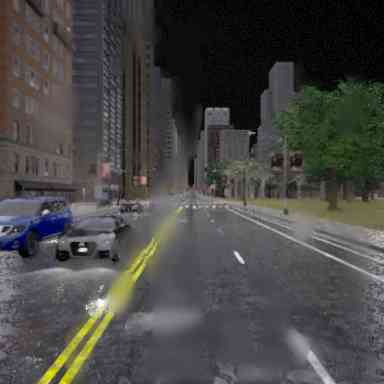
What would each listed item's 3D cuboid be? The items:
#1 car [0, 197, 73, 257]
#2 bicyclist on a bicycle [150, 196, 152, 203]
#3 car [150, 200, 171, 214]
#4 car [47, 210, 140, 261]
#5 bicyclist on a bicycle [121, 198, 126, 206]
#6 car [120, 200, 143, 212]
[{"bbox_3d":[-6.555,1.237,13.274,2.150,2.045,5.566,0,0,0],"label":"car"},{"bbox_3d":[-8.749,1.601,70.719,0.582,1.620,1.656,0,-1,0],"label":"bicyclist on a bicycle"},{"bbox_3d":[-3.335,1.566,35.848,1.812,1.442,4.674,0,0,0],"label":"car"},{"bbox_3d":[-3.318,1.577,12.128,1.994,1.385,4.181,0,0,0],"label":"car"},{"bbox_3d":[-8.584,1.523,41.436,0.866,1.612,1.509,-1,0,-2],"label":"bicyclist on a bicycle"},{"bbox_3d":[-6.581,1.606,36.509,1.994,1.385,4.181,0,0,0],"label":"car"}]
